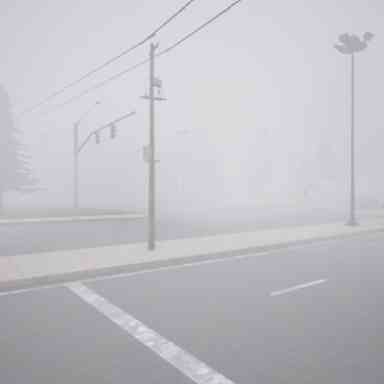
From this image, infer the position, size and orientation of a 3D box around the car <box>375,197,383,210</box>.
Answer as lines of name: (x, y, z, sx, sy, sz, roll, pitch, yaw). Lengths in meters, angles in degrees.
car: (25.868, 1.523, 42.247, 4.902, 1.511, 2.128, 0, 0, -35)

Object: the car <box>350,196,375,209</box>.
car: (23.268, 1.383, 44.682, 4.553, 1.767, 2.097, 0, 0, -36)
